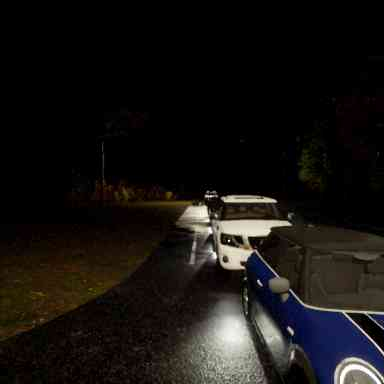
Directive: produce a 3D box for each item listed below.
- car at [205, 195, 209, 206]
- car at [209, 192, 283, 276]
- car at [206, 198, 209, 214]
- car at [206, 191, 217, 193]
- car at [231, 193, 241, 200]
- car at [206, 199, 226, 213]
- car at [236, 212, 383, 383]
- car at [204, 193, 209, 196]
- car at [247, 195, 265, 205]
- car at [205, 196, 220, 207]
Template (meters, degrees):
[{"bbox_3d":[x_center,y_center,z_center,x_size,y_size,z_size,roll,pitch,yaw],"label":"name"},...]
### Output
[{"bbox_3d":[2.326,1.320,29.287,1.882,1.535,5.008,0,0,2],"label":"car"},{"bbox_3d":[1.772,1.160,10.449,2.150,2.045,5.566,0,0,1],"label":"car"},{"bbox_3d":[2.139,1.379,23.034,1.837,1.490,4.892,0,0,2],"label":"car"},{"bbox_3d":[3.166,0.936,54.378,2.150,2.045,5.566,0,0,3],"label":"car"},{"bbox_3d":[10.962,1.076,83.597,2.128,1.511,4.902,0,0,2],"label":"car"},{"bbox_3d":[2.511,1.413,35.374,1.895,1.301,4.718,0,0,2],"label":"car"},{"bbox_3d":[1.943,1.338,4.101,2.097,1.767,4.553,0,0,0],"label":"car"},{"bbox_3d":[2.709,1.273,41.539,2.128,1.511,4.902,0,0,2],"label":"car"},{"bbox_3d":[10.014,1.273,52.387,2.033,1.411,5.357,0,0,2],"label":"car"},{"bbox_3d":[2.937,1.312,47.946,1.994,1.385,4.181,0,0,3],"label":"car"}]
